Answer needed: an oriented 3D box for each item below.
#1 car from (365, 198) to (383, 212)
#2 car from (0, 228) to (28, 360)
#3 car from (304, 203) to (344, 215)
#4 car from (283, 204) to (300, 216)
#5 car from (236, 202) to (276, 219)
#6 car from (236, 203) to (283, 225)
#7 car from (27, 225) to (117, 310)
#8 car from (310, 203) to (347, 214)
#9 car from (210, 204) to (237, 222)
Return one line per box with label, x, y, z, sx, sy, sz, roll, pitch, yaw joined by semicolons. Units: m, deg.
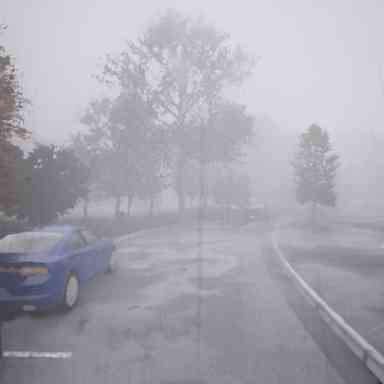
car;29.134;2.026;50.999;5.566;2.045;2.435;0;-4;-21
car;-3.428;1.376;2.244;2.185;1.767;4.553;-1;0;2
car;15.801;1.980;39.035;5.357;1.411;2.033;1;-4;-41
car;10.147;2.040;38.762;2.231;1.521;4.892;-4;-4;41
car;6.644;1.906;34.295;2.097;1.535;5.008;-3;-4;36
car;5.252;1.608;25.266;1.882;1.535;5.008;-2;-2;25
car;-3.219;1.525;7.947;2.097;1.535;5.008;0;-1;2
car;18.869;2.263;45.968;4.892;1.521;2.231;1;-4;-32
car;3.232;1.798;29.531;2.231;1.521;4.892;-2;-2;29
